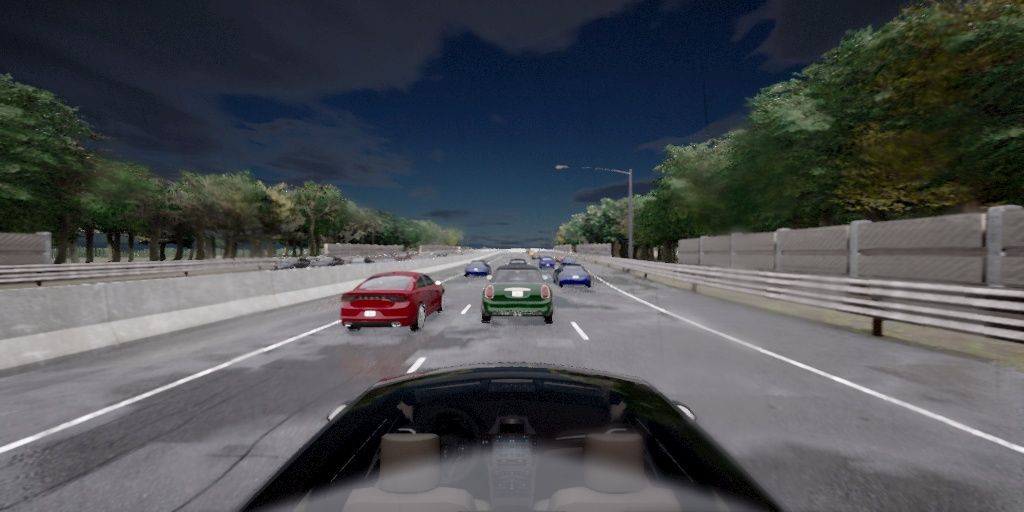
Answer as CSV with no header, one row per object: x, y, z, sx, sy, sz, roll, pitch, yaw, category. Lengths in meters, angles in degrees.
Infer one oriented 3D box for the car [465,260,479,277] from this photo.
-2.960,1.066,31.811,1.994,1.385,4.181,0,1,1,car

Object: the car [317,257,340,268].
-20.432,0.896,40.197,1.837,1.490,4.892,0,1,2,car

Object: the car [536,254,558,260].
4.289,0.821,44.460,1.812,1.442,4.674,0,1,2,car

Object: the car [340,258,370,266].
-16.934,0.915,40.114,1.812,1.442,4.674,0,1,2,car

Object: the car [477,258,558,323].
0.175,1.064,12.182,2.097,1.767,4.553,0,0,1,car

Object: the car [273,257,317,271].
-23.275,0.928,38.299,1.837,1.490,4.892,0,1,-1,car

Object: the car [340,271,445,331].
-3.339,1.198,10.972,1.882,1.535,5.008,0,0,0,car

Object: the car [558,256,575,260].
7.796,0.768,49.217,1.994,1.385,4.181,0,1,3,car

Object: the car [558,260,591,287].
3.726,1.171,22.735,1.994,1.385,4.181,0,1,1,car

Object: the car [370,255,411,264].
-13.443,0.936,39.937,2.033,1.411,5.357,0,1,2,car

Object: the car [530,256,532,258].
0.526,1.011,31.296,1.837,1.490,4.892,0,1,1,car
